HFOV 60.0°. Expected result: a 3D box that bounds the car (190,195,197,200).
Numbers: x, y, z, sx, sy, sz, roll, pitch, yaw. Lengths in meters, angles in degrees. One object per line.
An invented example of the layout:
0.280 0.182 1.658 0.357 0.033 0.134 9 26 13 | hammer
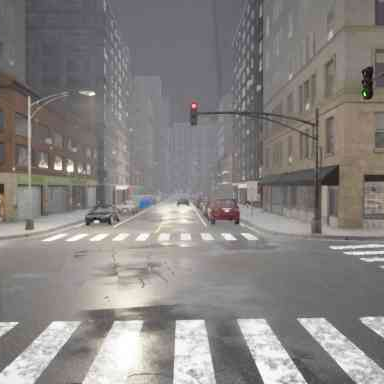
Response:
0.400 1.525 91.139 2.008 1.369 4.403 -1 0 -2 | car

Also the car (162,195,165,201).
-7.680 1.428 74.153 1.967 1.590 4.097 -1 0 -2 | car

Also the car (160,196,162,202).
-7.374 1.434 62.986 1.967 1.590 4.097 -1 0 -2 | car

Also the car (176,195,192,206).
-1.434 1.504 53.479 1.837 1.490 4.892 0 0 -2 | car

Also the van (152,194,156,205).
-7.070 1.340 51.819 1.690 1.788 3.998 -1 0 -2 | van

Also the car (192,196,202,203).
1.007 1.557 68.804 1.947 1.339 4.313 -1 0 -2 | car

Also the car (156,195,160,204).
-7.223 1.312 57.403 2.192 1.841 5.009 -1 0 -2 | car

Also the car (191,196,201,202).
0.855 1.538 74.387 2.008 1.369 4.403 -1 0 -2 | car

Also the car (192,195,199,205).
1.611 1.316 46.468 2.192 1.841 5.009 -1 0 -2 | car

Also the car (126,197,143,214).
-6.604 1.529 34.898 1.752 1.417 4.829 -1 0 -2 | car

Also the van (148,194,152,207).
-6.917 1.342 46.235 1.690 1.788 3.998 -1 0 -2 | van

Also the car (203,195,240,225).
2.217 1.318 24.133 2.192 1.841 5.009 -1 0 -2 | car

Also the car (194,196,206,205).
1.305 1.522 57.806 1.752 1.417 4.829 -1 0 -2 | car

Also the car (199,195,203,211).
2.066 1.319 29.717 2.192 1.841 5.009 -1 0 -2 | car

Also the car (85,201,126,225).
-6.302 1.569 23.900 1.947 1.339 4.313 -1 0 -2 | car

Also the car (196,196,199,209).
1.760 1.528 41.054 1.752 1.417 4.829 -1 0 -2 | car

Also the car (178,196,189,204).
-1.719 1.541 63.897 2.033 1.411 5.357 0 0 -2 | car

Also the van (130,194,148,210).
-6.764 1.344 40.651 1.690 1.788 3.998 -1 0 -2 | van

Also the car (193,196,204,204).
1.158 1.560 63.220 1.947 1.339 4.313 -1 0 -2 | car
